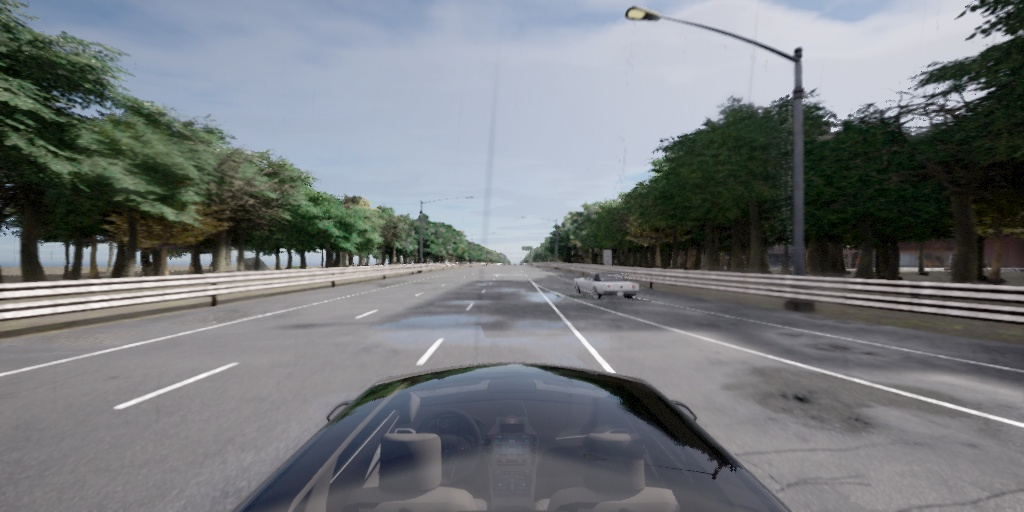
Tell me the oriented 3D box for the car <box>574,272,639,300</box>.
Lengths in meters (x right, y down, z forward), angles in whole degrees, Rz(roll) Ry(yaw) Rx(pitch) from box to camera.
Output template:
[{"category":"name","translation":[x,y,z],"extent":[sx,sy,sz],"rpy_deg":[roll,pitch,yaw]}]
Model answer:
[{"category":"car","translation":[4.822,1.527,19.117],"extent":[1.895,1.301,4.718],"rpy_deg":[0,-1,-8]}]
